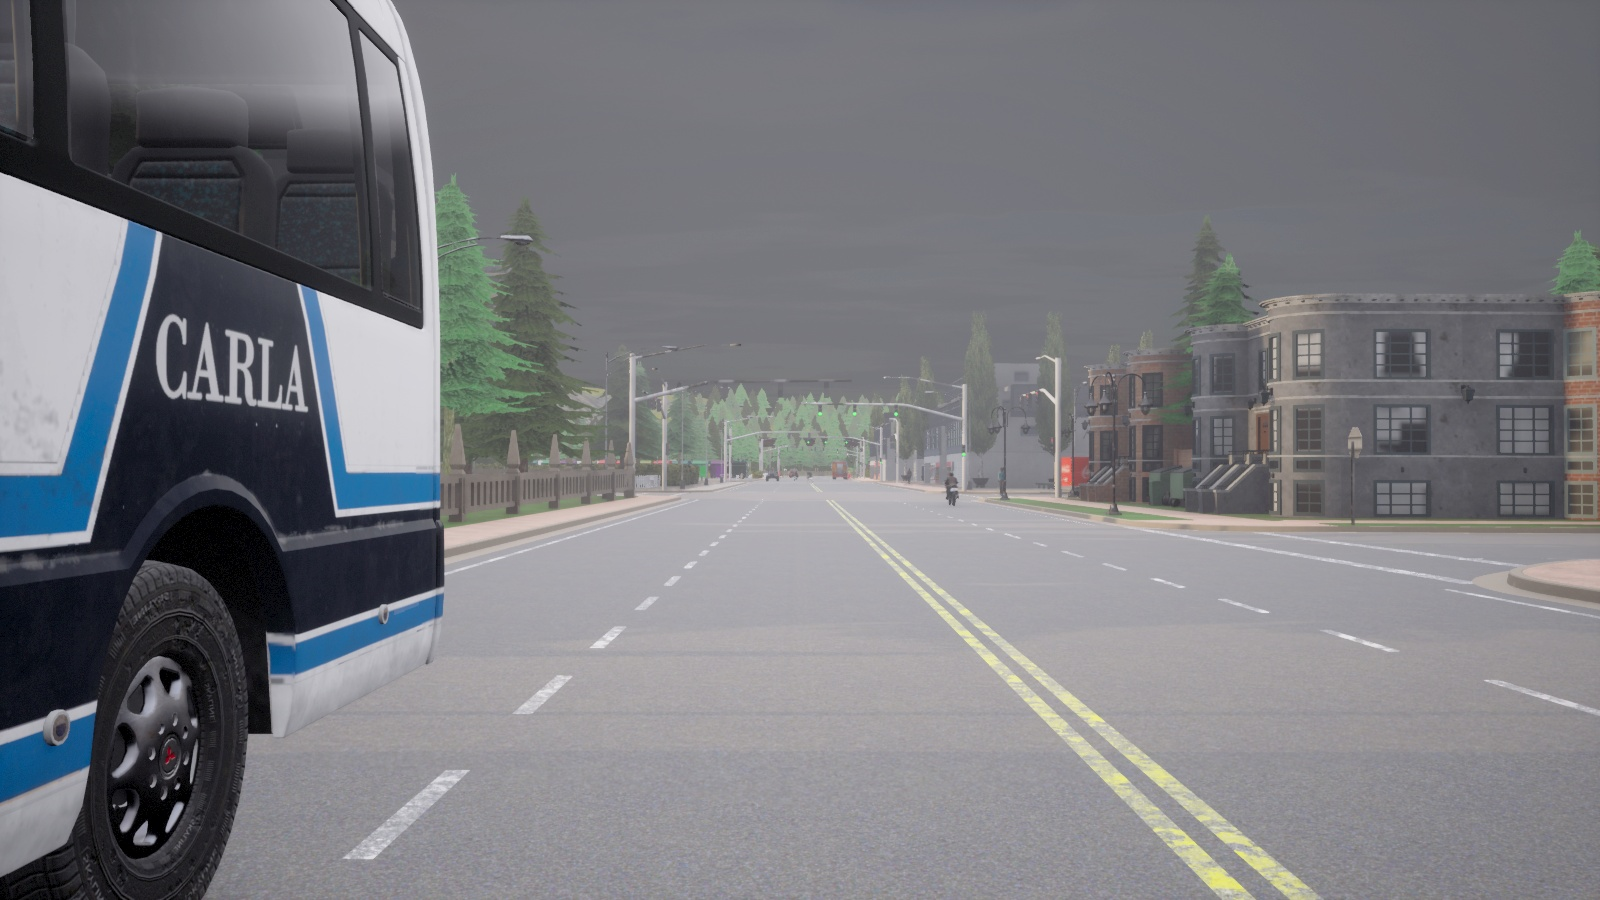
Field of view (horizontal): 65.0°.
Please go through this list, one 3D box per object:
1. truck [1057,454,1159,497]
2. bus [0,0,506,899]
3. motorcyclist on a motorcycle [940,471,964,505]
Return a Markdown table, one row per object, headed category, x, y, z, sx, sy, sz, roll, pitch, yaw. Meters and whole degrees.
| category | x | y | z | sx | sy | sz | roll | pitch | yaw |
| --- | --- | --- | --- | --- | --- | --- | --- | --- | --- |
| truck | 18.070 | 1.492 | 73.823 | 5.204 | 2.467 | 2.627 | 0 | -2 | -12 |
| bus | -3.508 | -0.523 | 1.472 | 3.944 | 4.253 | 10.273 | 0 | -1 | 0 |
| motorcyclist on a motorcycle | 6.870 | 1.722 | 56.883 | 0.797 | 1.523 | 2.044 | 0 | -1 | 0 |
